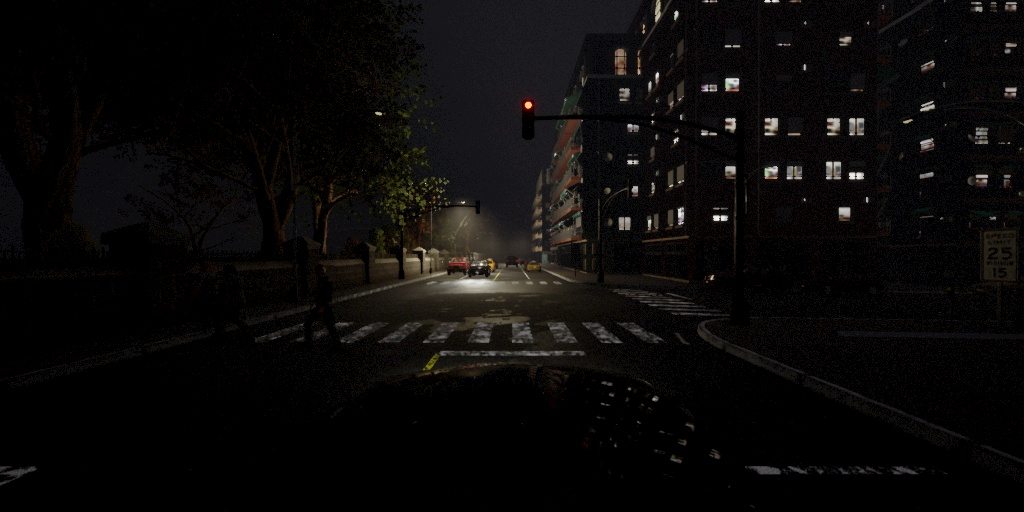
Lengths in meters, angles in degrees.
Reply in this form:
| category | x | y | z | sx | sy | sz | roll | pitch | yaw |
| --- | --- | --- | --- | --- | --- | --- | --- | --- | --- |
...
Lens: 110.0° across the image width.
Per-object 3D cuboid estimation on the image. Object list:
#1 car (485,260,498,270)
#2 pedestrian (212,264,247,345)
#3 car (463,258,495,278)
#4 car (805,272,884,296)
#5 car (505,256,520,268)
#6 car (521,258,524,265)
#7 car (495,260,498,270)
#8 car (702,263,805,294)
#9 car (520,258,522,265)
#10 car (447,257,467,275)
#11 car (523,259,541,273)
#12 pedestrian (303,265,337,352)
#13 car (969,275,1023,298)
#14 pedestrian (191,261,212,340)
| category | x | y | z | sx | sy | sz | roll | pitch | yaw |
| --- | --- | --- | --- | --- | --- | --- | --- | --- | --- |
| car | -3.090 | 1.291 | 54.917 | 1.812 | 1.442 | 4.674 | 0 | 0 | 0 |
| pedestrian | -6.323 | 1.043 | 8.040 | 0.375 | 1.860 | 0.375 | 0 | 0 | 0 |
| car | -3.088 | 1.245 | 34.761 | 2.128 | 1.511 | 4.902 | 0 | 0 | 0 |
| car | 20.293 | 1.671 | 22.255 | 4.507 | 1.381 | 1.888 | 0 | 0 | 0 |
| car | -0.001 | 0.993 | 63.751 | 2.150 | 2.045 | 5.566 | 0 | 0 | 0 |
| car | 2.689 | 1.306 | 49.891 | 1.888 | 1.381 | 4.507 | 0 | 0 | 0 |
| car | -3.092 | 1.236 | 45.096 | 1.882 | 1.535 | 5.008 | 0 | 0 | 0 |
| car | 14.598 | 1.338 | 22.236 | 5.009 | 1.841 | 2.192 | 0 | 0 | 0 |
| car | 2.689 | 1.316 | 55.427 | 2.007 | 1.370 | 4.403 | 0 | 0 | 0 |
| car | -5.691 | 1.069 | 38.820 | 2.192 | 1.841 | 5.009 | 0 | 0 | 0 |
| car | 2.689 | 1.283 | 44.526 | 1.751 | 1.417 | 4.829 | 0 | 0 | 0 |
| pedestrian | -3.950 | 1.043 | 7.392 | 0.375 | 1.860 | 0.375 | 0 | 0 | 0 |
| car | 31.515 | 1.857 | 22.290 | 4.829 | 1.417 | 1.751 | 0 | 0 | 0 |
| pedestrian | -7.313 | 0.997 | 8.639 | 0.375 | 1.860 | 0.375 | 0 | 0 | 0 |
